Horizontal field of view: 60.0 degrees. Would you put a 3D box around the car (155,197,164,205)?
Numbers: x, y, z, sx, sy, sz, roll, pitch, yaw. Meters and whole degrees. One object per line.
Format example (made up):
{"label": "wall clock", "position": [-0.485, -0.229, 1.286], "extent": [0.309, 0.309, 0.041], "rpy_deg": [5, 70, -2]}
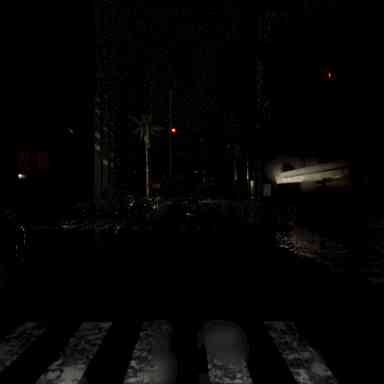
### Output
{"label": "car", "position": [-6.405, 1.687, 63.388], "extent": [2.128, 1.511, 4.902], "rpy_deg": [0, 0, 0]}

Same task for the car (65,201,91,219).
{"label": "car", "position": [-9.802, 1.542, 29.951], "extent": [1.882, 1.535, 5.008], "rpy_deg": [0, 0, 0]}

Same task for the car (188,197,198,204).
{"label": "car", "position": [0.210, 1.787, 69.897], "extent": [1.994, 1.385, 4.181], "rpy_deg": [0, 0, 0]}

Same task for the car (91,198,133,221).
{"label": "car", "position": [-6.561, 1.536, 27.782], "extent": [1.882, 1.535, 5.008], "rpy_deg": [0, 0, 0]}

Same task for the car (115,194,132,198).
{"label": "car", "position": [-9.770, 1.350, 48.157], "extent": [2.150, 2.045, 5.566], "rpy_deg": [0, 0, 0]}

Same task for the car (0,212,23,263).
{"label": "car", "position": [-6.590, 1.354, 8.971], "extent": [2.097, 1.767, 4.553], "rpy_deg": [0, 0, 0]}

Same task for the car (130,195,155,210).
{"label": "car", "position": [-6.526, 1.588, 44.053], "extent": [1.882, 1.535, 5.008], "rpy_deg": [0, 0, 0]}

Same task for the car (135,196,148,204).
{"label": "car", "position": [-9.650, 1.554, 63.814], "extent": [1.994, 1.385, 4.181], "rpy_deg": [0, 0, 0]}

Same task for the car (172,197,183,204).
{"label": "car", "position": [-3.040, 1.787, 69.877], "extent": [1.994, 1.385, 4.181], "rpy_deg": [0, 0, 0]}
